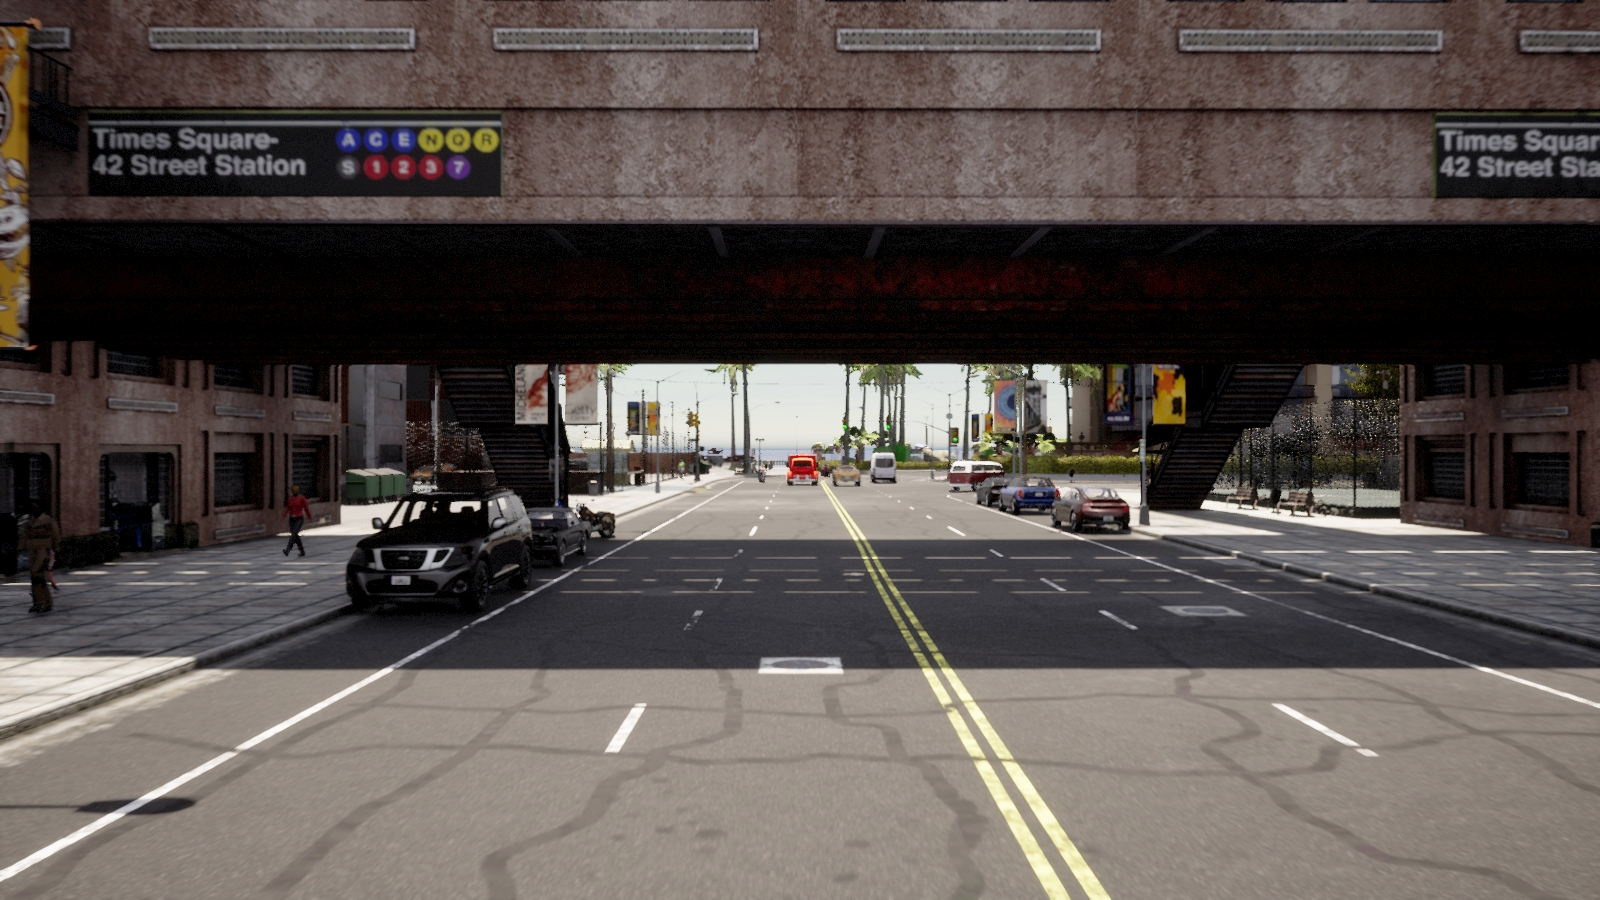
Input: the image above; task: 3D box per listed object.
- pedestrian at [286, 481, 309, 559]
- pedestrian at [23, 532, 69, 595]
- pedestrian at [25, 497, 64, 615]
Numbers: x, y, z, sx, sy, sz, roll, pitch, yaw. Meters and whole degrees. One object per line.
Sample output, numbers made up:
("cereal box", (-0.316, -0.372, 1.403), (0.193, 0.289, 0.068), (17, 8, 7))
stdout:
("pedestrian", (-12.196, 1.696, 27.752), (0.375, 1.860, 0.375), (0, 0, 6))
("pedestrian", (-13.840, 2.076, 20.983), (0.500, 1.100, 0.500), (0, 0, 10))
("pedestrian", (-12.150, 1.696, 18.378), (0.375, 1.860, 0.375), (0, 0, 6))
